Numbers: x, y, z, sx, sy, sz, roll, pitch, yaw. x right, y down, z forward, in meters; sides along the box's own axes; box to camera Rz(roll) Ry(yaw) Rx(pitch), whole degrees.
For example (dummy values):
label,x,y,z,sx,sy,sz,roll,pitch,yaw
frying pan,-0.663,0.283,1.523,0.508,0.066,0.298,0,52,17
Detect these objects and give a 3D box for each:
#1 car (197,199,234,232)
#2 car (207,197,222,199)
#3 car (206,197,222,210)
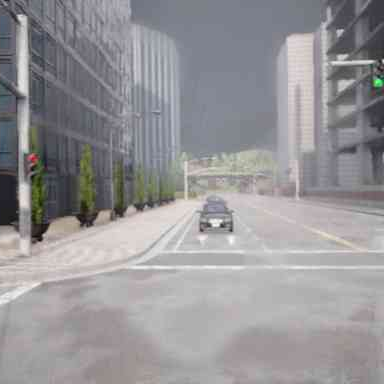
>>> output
label,x,y,z,sx,sy,sz,roll,pitch,yaw
car,1.363,1.403,19.393,2.128,1.511,4.902,-1,0,4
car,1.980,1.206,29.460,2.097,1.767,4.553,-1,0,4
car,2.617,1.320,39.678,1.812,1.442,4.674,-1,0,4
